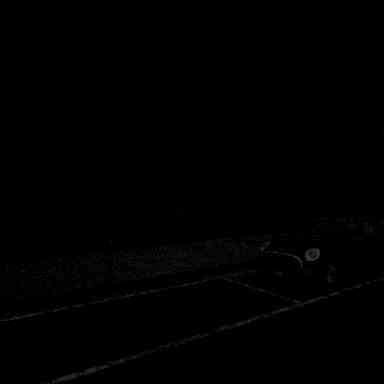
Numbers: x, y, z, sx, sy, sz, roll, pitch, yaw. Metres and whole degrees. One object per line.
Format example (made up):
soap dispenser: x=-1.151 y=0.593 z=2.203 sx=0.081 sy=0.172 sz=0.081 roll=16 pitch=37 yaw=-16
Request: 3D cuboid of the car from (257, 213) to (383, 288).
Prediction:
car: x=3.693 y=1.440 z=9.158 sx=4.097 sy=1.590 sz=1.967 roll=0 pitch=0 yaw=-35
